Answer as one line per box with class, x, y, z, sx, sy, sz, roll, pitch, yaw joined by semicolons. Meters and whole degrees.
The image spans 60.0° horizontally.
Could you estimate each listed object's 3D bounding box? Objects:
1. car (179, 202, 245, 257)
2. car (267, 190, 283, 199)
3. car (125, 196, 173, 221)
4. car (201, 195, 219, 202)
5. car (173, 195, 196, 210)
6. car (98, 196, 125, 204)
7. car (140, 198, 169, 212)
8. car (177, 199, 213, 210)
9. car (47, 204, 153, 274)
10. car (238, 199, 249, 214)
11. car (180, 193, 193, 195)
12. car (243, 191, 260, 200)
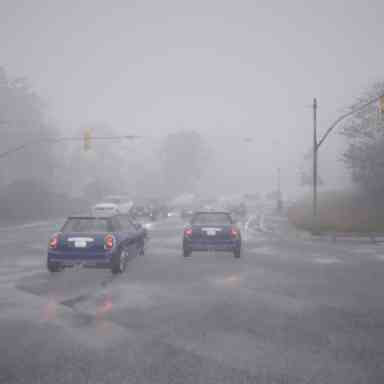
car;0.890;1.474;13.749;2.097;1.767;4.553;0;-1;5
car;14.381;0.348;57.627;2.128;1.511;4.902;0;3;30
car;-3.715;1.390;29.964;2.150;2.045;5.566;0;1;12
car;2.332;1.183;48.844;1.895;1.301;4.718;0;3;22
car;-1.168;1.512;39.167;1.812;1.442;4.674;0;2;18
car;-7.164;1.393;30.589;2.150;2.045;5.566;0;0;12
car;-4.489;1.553;40.272;1.994;1.385;4.181;0;2;17
car;0.337;1.711;30.903;1.994;1.385;4.181;0;1;14
car;-2.867;1.445;11.106;2.097;1.767;4.553;0;0;4
car;4.528;1.684;33.282;1.895;1.301;4.718;0;1;15
car;-1.033;0.957;49.881;2.097;1.767;4.553;0;3;22
car;10.329;0.502;57.548;1.812;1.442;4.674;0;3;30
